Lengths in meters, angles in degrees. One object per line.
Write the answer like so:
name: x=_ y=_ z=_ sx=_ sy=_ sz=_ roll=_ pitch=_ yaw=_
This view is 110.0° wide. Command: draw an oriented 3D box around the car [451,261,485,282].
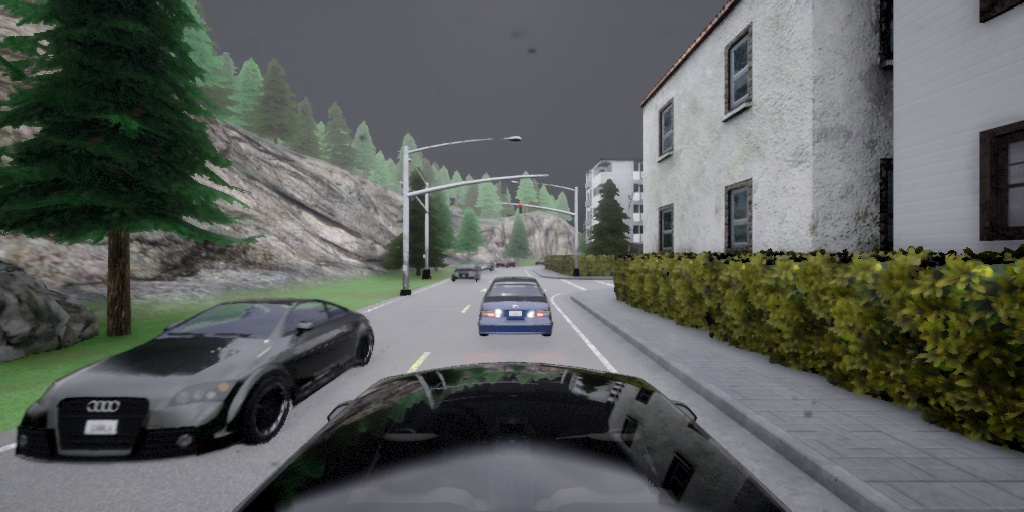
car: x=-3.558 y=1.314 z=28.497 sx=1.994 sy=1.385 sz=4.181 roll=0 pitch=0 yaw=0

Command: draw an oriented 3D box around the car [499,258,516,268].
car: x=-1.004 y=1.103 z=59.544 sx=2.097 sy=1.767 sz=4.553 roll=0 pitch=0 yaw=23

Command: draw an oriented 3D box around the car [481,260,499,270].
car: x=-3.325 y=1.242 z=45.857 sx=2.128 sy=1.511 sz=4.902 roll=0 pitch=0 yaw=3

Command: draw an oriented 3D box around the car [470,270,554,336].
car: x=0.088 y=1.297 z=10.313 sx=2.033 sy=1.411 sz=5.357 roll=0 pitch=0 yaw=0

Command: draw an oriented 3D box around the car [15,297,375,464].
car: x=-3.598 y=1.314 z=5.134 sx=1.994 sy=1.385 sz=4.181 roll=0 pitch=0 yaw=0
